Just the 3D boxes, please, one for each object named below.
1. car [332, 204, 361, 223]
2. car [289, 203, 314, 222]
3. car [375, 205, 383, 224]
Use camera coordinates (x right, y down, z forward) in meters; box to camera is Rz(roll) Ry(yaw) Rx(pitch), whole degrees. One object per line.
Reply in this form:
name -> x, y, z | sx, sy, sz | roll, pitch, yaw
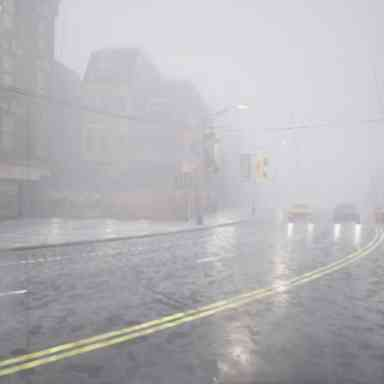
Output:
car -> 12.962, 1.773, 28.088 | 1.837, 1.490, 4.892 | 0, -1, 20
car -> 9.575, 1.722, 29.037 | 1.882, 1.535, 5.008 | 0, -1, 20
car -> 16.214, 1.625, 26.741 | 2.097, 1.767, 4.553 | 0, -1, 19
